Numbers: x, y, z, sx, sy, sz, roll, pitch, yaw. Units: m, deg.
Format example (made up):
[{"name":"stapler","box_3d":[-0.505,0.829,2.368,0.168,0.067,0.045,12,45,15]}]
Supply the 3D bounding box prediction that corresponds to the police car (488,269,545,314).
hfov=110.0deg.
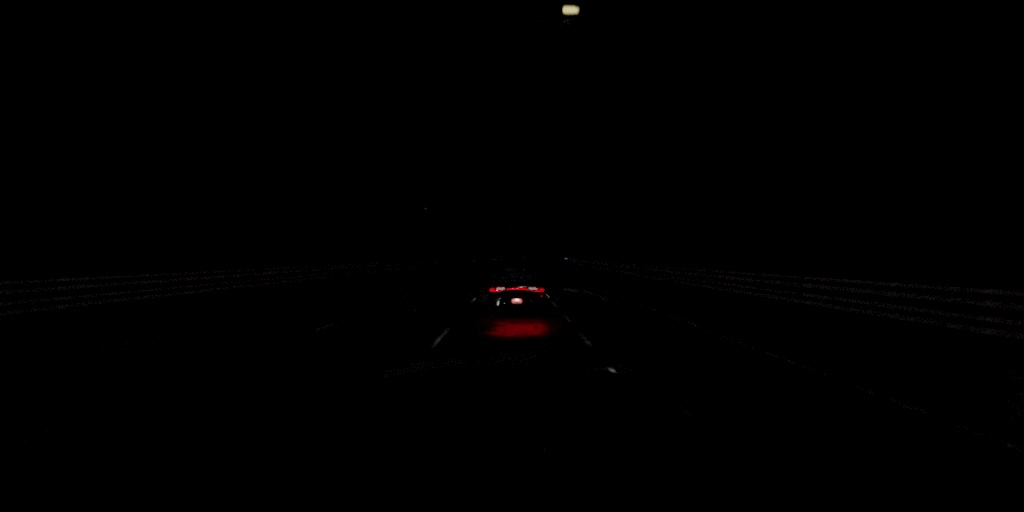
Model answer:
[{"name":"police car","box_3d":[0.144,1.272,13.891,2.038,1.542,4.974,0,0,0]}]
